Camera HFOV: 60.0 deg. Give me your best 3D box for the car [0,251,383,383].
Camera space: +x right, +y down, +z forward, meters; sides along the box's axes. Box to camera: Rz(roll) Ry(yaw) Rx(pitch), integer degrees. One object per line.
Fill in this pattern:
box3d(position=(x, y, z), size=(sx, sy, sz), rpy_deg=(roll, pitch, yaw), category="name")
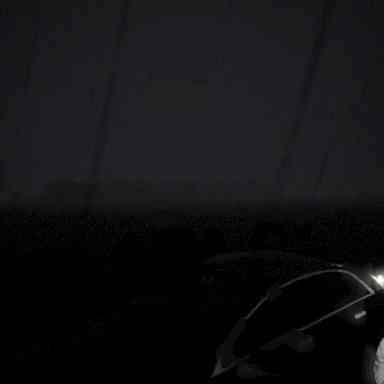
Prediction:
box3d(position=(0.480, 1.505, 3.538), size=(4.892, 1.490, 1.837), rpy_deg=(-1, 0, -38), category="car")
